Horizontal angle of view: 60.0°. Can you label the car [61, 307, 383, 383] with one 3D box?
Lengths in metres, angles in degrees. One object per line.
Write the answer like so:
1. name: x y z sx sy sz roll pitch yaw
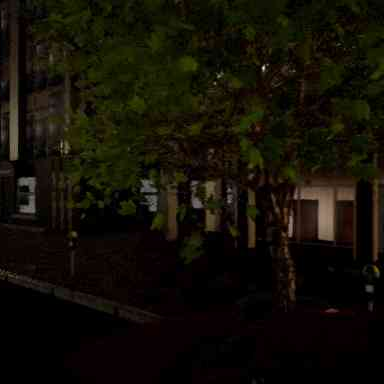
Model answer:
1. car: 0.914 1.545 2.219 4.507 1.381 1.887 0 0 35
